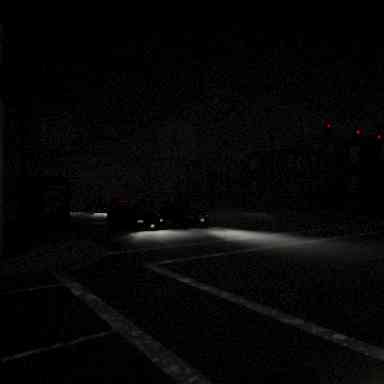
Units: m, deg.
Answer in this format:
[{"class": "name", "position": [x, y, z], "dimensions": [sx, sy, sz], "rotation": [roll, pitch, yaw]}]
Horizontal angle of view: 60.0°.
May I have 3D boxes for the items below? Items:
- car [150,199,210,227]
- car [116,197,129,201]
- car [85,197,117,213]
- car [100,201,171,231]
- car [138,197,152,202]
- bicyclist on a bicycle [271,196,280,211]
[{"class": "car", "position": [-0.676, 1.501, 22.953], "dimensions": [2.128, 1.511, 4.902], "rotation": [0, 0, -33]}, {"class": "car", "position": [-10.957, 1.520, 49.711], "dimensions": [1.837, 1.490, 4.892], "rotation": [0, 0, -36]}, {"class": "car", "position": [-10.215, 1.573, 36.427], "dimensions": [1.994, 1.385, 4.181], "rotation": [0, 0, -35]}, {"class": "car", "position": [-3.791, 1.554, 21.270], "dimensions": [2.033, 1.411, 5.357], "rotation": [0, 0, -35]}, {"class": "car", "position": [-7.023, 1.543, 50.309], "dimensions": [1.812, 1.442, 4.674], "rotation": [0, 0, -34]}, {"class": "bicyclist on a bicycle", "position": [9.366, 1.325, 37.278], "dimensions": [1.656, 1.620, 0.582], "rotation": [0, 0, -35]}]
